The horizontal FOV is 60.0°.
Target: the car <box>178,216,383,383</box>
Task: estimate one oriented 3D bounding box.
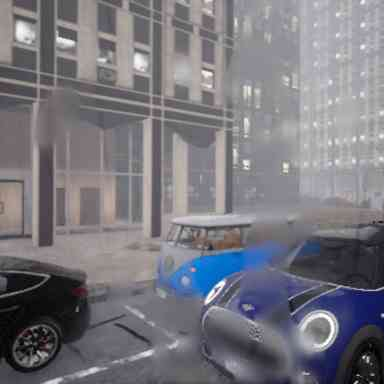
[{"bbox_3d":[2.309,1.387,5.027,4.553,1.767,2.097,1,0,-36],"label":"car"}]

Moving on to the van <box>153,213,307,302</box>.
[{"bbox_3d":[1.153,1.379,7.385,3.998,1.788,1.690,1,0,-36],"label":"van"}]

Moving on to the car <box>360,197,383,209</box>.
[{"bbox_3d":[23.954,1.410,42.621,1.967,1.590,4.097,2,0,-36],"label":"car"}]

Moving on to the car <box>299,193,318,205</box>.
[{"bbox_3d":[17.463,1.068,51.682,2.192,1.841,5.009,2,0,-36],"label":"car"}]

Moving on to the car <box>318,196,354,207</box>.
[{"bbox_3d":[20.702,1.443,47.151,1.802,1.307,4.206,2,0,-36],"label":"car"}]

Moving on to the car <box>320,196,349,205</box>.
[{"bbox_3d":[24.229,1.388,56.615,1.802,1.307,4.206,2,0,-36],"label":"car"}]

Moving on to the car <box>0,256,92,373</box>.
[{"bbox_3d":[-3.446,1.561,4.102,4.313,1.339,1.947,1,0,-36],"label":"car"}]
